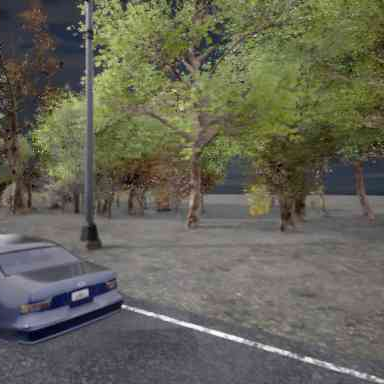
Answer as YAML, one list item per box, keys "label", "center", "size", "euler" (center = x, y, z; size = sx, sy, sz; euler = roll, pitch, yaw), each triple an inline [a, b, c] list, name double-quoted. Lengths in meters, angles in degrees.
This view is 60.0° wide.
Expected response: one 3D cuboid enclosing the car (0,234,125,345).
- label: "car"
  center: [-3.674, 1.534, 6.304]
  size: [5.357, 1.411, 2.033]
  euler: [0, 0, 35]
